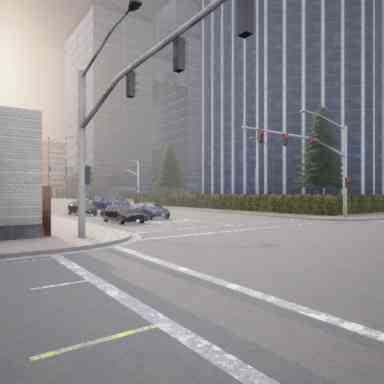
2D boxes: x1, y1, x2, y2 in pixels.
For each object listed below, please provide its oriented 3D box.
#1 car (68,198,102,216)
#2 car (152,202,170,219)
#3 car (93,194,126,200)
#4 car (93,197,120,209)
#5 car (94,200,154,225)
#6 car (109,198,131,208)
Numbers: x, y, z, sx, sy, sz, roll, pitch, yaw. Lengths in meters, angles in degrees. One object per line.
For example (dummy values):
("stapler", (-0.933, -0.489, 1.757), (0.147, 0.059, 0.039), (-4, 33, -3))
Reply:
("car", (-10.970, 1.560, 33.146), (1.837, 1.490, 4.892), (0, 0, -36))
("car", (-3.705, 1.581, 29.051), (1.812, 1.442, 4.674), (0, 0, -36))
("car", (-9.368, 1.277, 36.922), (2.150, 2.045, 5.566), (0, 0, -36))
("car", (-12.198, 1.547, 47.172), (2.128, 1.511, 4.902), (0, 0, -36))
("car", (-5.299, 1.603, 25.237), (2.033, 1.411, 5.357), (0, 0, -36))
("car", (-11.270, 1.619, 51.878), (1.994, 1.385, 4.181), (0, 0, -36))
